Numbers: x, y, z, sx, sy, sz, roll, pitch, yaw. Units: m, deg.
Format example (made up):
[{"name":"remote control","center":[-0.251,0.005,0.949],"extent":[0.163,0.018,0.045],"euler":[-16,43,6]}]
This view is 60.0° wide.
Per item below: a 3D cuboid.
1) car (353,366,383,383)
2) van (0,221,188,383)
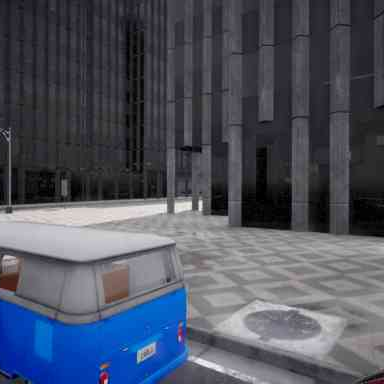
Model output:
[{"name":"car","center":[2.548,1.440,1.149],"extent":[4.097,1.590,1.967],"euler":[0,0,35]},{"name":"van","center":[-1.953,1.341,4.353],"extent":[3.998,1.788,1.690],"euler":[0,0,35]}]
